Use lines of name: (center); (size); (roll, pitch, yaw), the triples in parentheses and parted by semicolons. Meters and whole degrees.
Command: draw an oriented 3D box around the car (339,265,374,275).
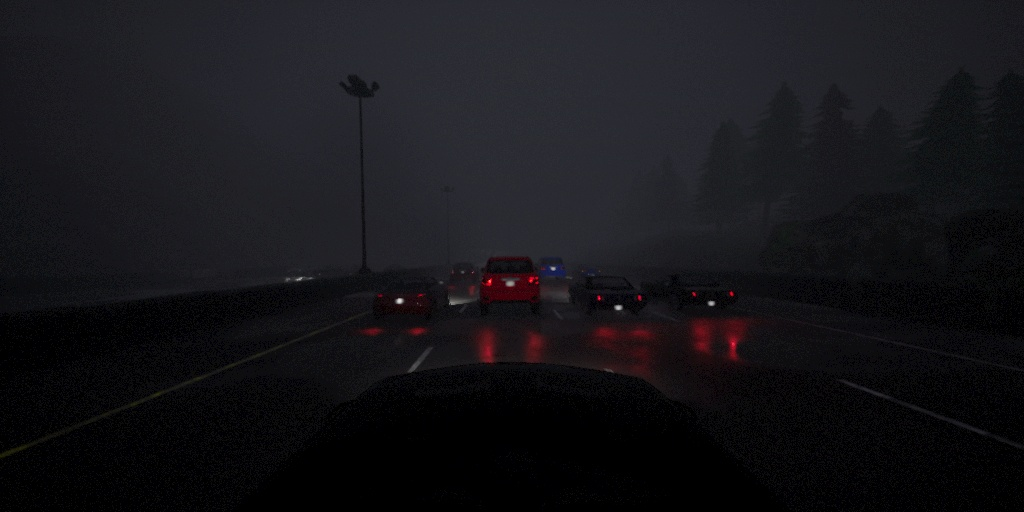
car: (-18.283, 1.721, 42.840); (1.895, 1.301, 4.718); (0, 0, -1)

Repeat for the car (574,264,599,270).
car: (6.592, 1.388, 31.950); (1.812, 1.442, 4.674); (0, 0, -1)

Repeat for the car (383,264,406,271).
car: (-14.817, 1.670, 45.253); (1.994, 1.385, 4.181); (0, 0, -1)

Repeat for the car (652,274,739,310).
car: (6.894, 1.368, 14.660); (1.895, 1.301, 4.718); (0, 0, -1)

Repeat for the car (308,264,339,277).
car: (-21.780, 1.749, 42.743); (1.895, 1.301, 4.718); (0, 0, -1)

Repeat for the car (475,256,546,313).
car: (-0.106, 1.041, 14.528); (2.150, 2.045, 5.566); (0, -1, -1)

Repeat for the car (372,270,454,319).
car: (-3.591, 1.408, 13.380); (1.994, 1.385, 4.181); (0, 0, -1)

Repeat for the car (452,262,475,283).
car: (-3.885, 1.290, 30.201); (2.097, 1.767, 4.553); (0, 0, -1)

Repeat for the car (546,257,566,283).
car: (3.120, 1.100, 30.021); (2.150, 2.045, 5.566); (0, 0, -1)

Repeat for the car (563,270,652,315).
car: (3.406, 1.391, 13.767); (1.895, 1.301, 4.718); (0, 0, -1)

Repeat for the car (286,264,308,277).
car: (-25.290, 1.706, 43.572); (1.812, 1.442, 4.674); (0, -1, -1)
